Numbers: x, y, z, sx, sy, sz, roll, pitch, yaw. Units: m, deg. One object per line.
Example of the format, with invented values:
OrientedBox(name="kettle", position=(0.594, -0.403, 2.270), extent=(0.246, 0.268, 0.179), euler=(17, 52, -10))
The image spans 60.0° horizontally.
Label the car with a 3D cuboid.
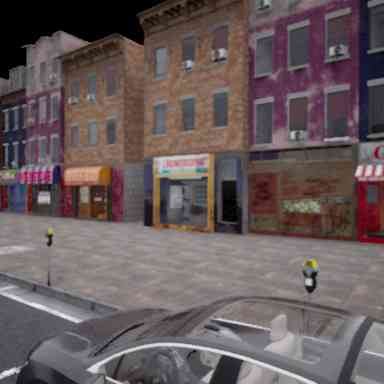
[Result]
OrientedBox(name="car", position=(0.368, 1.546, 2.546), extent=(4.403, 1.369, 2.008), euler=(0, 0, 35))
